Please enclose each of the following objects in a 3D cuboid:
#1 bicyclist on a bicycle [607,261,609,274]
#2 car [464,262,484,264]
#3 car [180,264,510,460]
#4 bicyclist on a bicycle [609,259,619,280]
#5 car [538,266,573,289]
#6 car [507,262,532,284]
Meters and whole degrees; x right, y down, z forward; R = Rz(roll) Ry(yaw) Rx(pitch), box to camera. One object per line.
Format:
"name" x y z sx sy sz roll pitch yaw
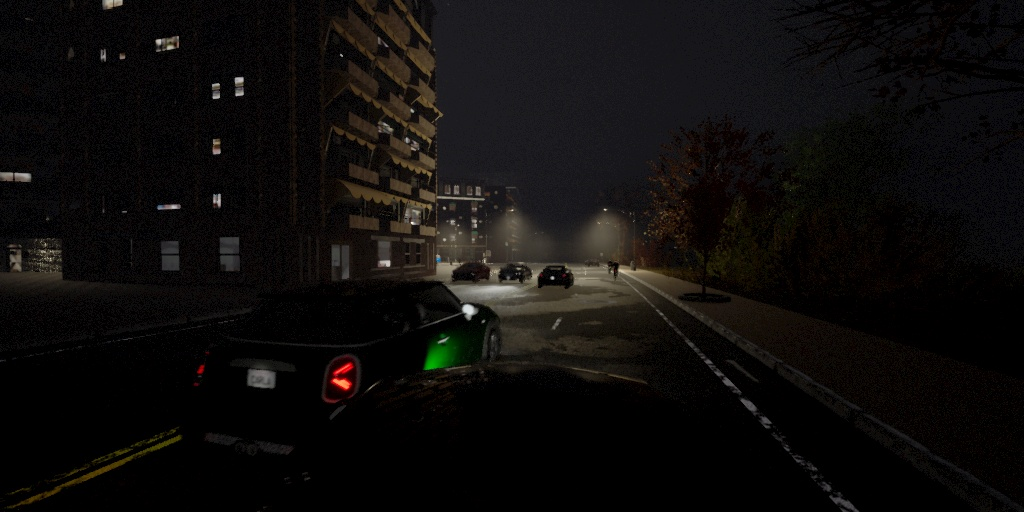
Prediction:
"bicyclist on a bicycle" 10.240 1.189 37.538 0.582 1.620 1.656 0 0 12
"car" -3.022 1.224 27.430 1.882 1.535 5.008 0 0 13
"car" -1.677 1.102 5.225 2.097 1.767 4.553 0 0 15
"bicyclist on a bicycle" 8.280 1.193 28.664 0.582 1.620 1.656 0 0 13
"car" 2.919 1.308 23.487 1.994 1.385 4.181 0 0 13
"car" 0.283 1.237 27.298 2.128 1.511 4.902 0 0 13
